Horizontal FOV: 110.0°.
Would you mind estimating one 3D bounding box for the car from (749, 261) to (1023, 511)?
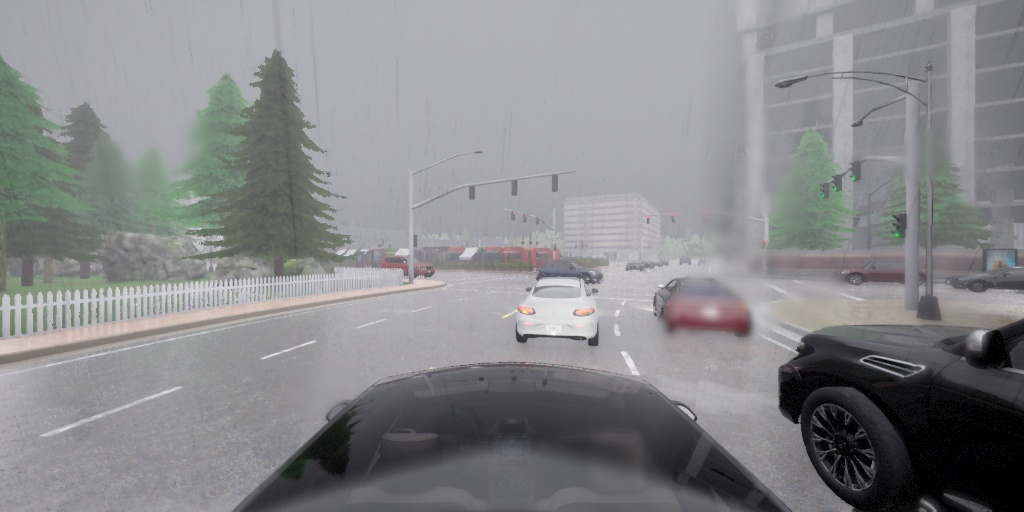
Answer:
[{"bbox_3d":[3.737,0.971,1.179,2.150,2.045,5.566,0,0,0],"label":"car"}]

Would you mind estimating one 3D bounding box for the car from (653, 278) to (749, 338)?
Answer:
[{"bbox_3d":[5.292,1.314,10.409,1.994,1.385,4.181,0,0,17],"label":"car"}]

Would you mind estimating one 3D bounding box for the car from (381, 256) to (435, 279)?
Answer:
[{"bbox_3d":[-9.722,1.027,33.268,5.566,2.045,2.150,0,0,30],"label":"car"}]

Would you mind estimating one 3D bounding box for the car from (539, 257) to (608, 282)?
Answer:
[{"bbox_3d":[4.110,1.137,25.440,4.553,1.767,2.097,0,0,30],"label":"car"}]

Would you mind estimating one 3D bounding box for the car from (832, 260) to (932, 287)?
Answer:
[{"bbox_3d":[25.903,1.157,25.387,4.553,1.767,2.097,0,0,29],"label":"car"}]

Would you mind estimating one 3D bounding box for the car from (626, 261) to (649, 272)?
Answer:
[{"bbox_3d":[16.457,1.314,47.661,1.994,1.385,4.181,0,0,29],"label":"car"}]

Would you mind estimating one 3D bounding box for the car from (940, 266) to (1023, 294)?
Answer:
[{"bbox_3d":[27.992,1.331,20.154,4.674,1.442,1.812,0,0,29],"label":"car"}]

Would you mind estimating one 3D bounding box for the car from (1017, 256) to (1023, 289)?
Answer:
[{"bbox_3d":[34.242,1.027,20.660,5.566,2.045,2.150,0,0,30],"label":"car"}]

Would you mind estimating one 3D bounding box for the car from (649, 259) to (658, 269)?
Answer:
[{"bbox_3d":[20.781,1.351,55.401,1.895,1.301,4.718,0,0,29],"label":"car"}]

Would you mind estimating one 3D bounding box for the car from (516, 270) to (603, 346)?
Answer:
[{"bbox_3d":[1.271,1.276,9.399,1.812,1.442,4.674,0,0,11],"label":"car"}]
